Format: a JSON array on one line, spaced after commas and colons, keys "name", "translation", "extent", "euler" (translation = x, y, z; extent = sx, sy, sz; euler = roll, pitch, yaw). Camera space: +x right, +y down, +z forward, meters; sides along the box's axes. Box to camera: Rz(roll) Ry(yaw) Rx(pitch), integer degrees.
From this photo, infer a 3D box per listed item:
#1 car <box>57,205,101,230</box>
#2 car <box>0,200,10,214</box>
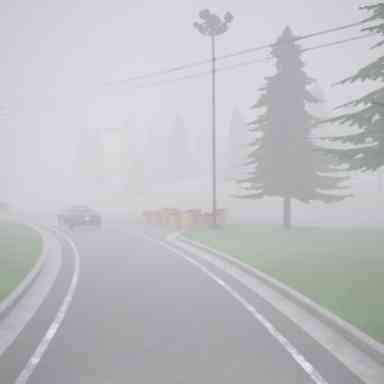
[{"name": "car", "translation": [-7.359, 1.558, 21.568], "extent": [1.994, 1.385, 4.181], "euler": [-1, 0, -33]}, {"name": "car", "translation": [-21.456, 1.541, 35.525], "extent": [5.008, 1.535, 1.882], "euler": [0, 0, 34]}]
